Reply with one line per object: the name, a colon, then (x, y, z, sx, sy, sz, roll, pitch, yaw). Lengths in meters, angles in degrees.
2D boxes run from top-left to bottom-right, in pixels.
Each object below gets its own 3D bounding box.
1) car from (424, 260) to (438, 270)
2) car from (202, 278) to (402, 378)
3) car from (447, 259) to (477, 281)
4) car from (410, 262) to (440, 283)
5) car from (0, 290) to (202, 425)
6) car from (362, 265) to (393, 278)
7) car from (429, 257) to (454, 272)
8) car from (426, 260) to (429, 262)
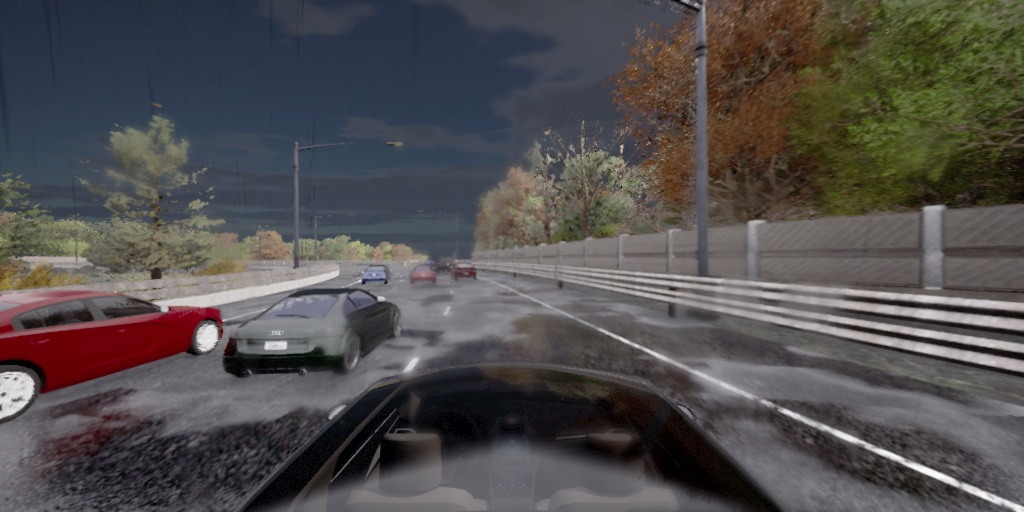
car: (-12.781, 1.389, 56.154, 1.882, 1.535, 5.008, 0, 0, -16)
car: (-3.729, 1.347, 7.527, 1.994, 1.385, 4.181, 0, 0, -3)
car: (-4.274, 1.299, 31.347, 1.882, 1.535, 5.008, 0, -1, -15)
car: (-7.162, 1.400, 28.931, 1.994, 1.385, 4.181, 0, 0, -14)
car: (-7.135, 1.279, 5.746, 1.882, 1.535, 5.008, 0, 0, -2)
car: (-10.400, 1.402, 27.818, 2.033, 1.411, 5.357, 0, 0, -14)
car: (-8.187, 1.085, 43.307, 2.150, 2.045, 5.566, 0, 0, -20)
car: (-10.449, 1.364, 49.410, 1.882, 1.535, 5.008, 0, 0, -20)
